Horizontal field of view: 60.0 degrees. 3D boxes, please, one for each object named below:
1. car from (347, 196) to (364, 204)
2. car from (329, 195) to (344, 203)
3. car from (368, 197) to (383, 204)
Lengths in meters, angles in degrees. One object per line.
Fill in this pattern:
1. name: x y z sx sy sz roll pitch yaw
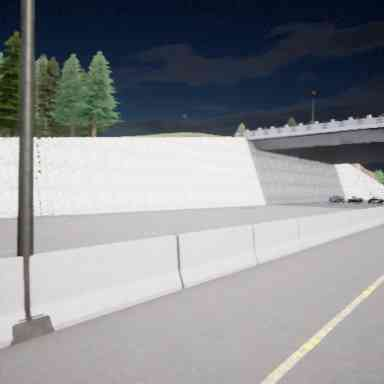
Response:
1. car: 31.481 1.526 64.059 1.895 1.301 4.718 1 1 40
2. car: 28.835 1.400 66.348 2.128 1.511 4.902 1 1 40
3. car: 34.147 1.582 61.793 1.895 1.301 4.718 1 1 40
